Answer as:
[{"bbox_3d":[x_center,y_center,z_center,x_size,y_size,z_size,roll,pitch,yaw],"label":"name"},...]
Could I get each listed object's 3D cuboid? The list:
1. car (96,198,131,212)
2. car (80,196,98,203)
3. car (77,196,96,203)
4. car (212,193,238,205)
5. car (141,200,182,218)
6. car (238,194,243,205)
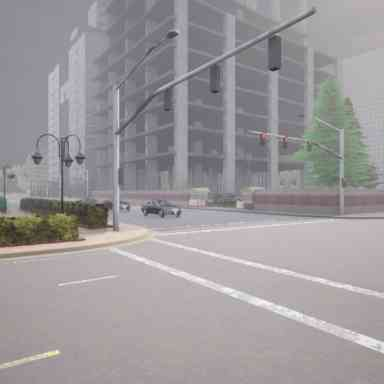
[{"bbox_3d":[-8.694,1.436,37.900,2.128,1.511,4.902,0,0,-36],"label":"car"},{"bbox_3d":[-20.713,1.545,66.671,1.895,1.301,4.718,0,0,-36],"label":"car"},{"bbox_3d":[-14.664,1.509,46.129,1.994,1.385,4.181,0,0,-36],"label":"car"},{"bbox_3d":[4.957,1.114,53.441,1.905,1.878,3.866,0,0,-36],"label":"car"},{"bbox_3d":[-2.819,1.436,29.815,2.128,1.511,4.902,0,0,-36],"label":"car"},{"bbox_3d":[7.346,1.114,55.157,1.905,1.878,3.866,0,0,-36],"label":"car"}]
